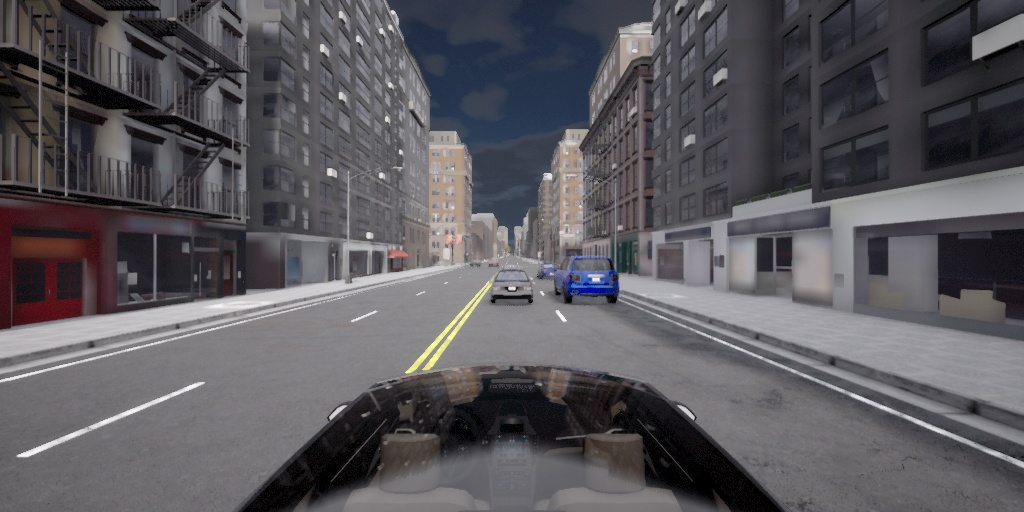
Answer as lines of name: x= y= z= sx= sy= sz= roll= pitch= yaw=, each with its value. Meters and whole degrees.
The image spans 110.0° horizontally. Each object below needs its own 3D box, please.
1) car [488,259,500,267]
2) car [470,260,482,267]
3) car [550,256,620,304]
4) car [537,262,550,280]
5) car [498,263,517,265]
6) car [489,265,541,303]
car: x=-3.250 y=1.270 z=64.500 sx=1.882 sy=1.535 sz=5.008 roll=0 pitch=0 yaw=0
car: x=-6.500 y=1.413 z=64.470 sx=1.895 sy=1.301 sz=4.718 roll=0 pitch=0 yaw=0
car: x=3.250 y=1.008 z=16.530 sx=2.150 sy=2.045 sz=5.566 roll=0 pitch=0 yaw=0
car: x=3.250 y=1.286 z=31.499 sx=1.812 sy=1.442 sz=4.674 roll=0 pitch=0 yaw=0
car: x=0.000 y=1.369 z=31.529 sx=1.895 sy=1.301 sz=4.718 roll=0 pitch=0 yaw=0
car: x=0.000 y=1.313 z=16.499 sx=2.033 sy=1.411 sz=5.357 roll=0 pitch=0 yaw=0
